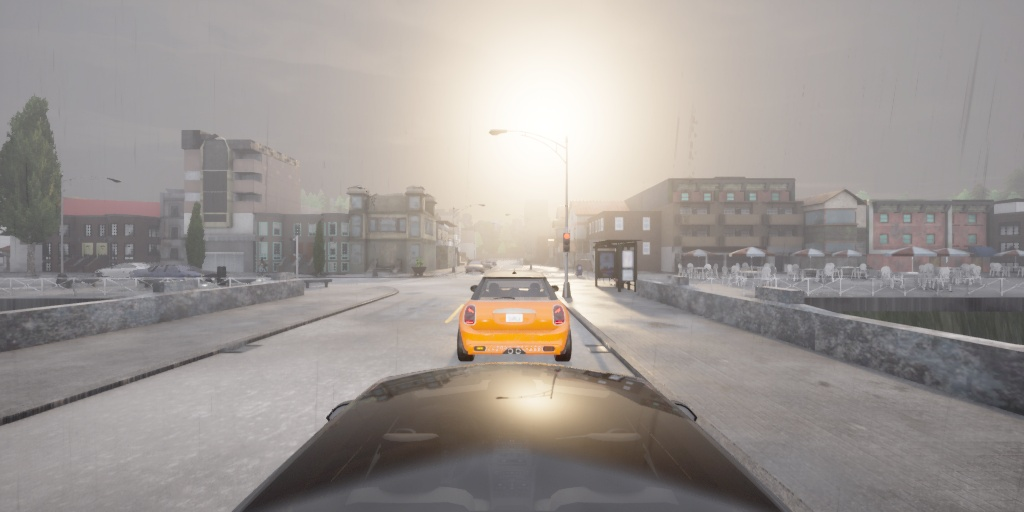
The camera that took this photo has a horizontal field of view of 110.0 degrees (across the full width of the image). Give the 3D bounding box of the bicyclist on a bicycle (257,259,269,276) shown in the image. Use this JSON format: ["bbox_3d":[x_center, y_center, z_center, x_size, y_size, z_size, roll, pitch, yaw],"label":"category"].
[{"bbox_3d":[-24.022,1.099,34.599,0.582,1.620,1.656,0,0,0],"label":"bicyclist on a bicycle"}]

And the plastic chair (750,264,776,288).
[{"bbox_3d":[14.997,1.279,21.459,0.750,1.272,0.730,0,0,0],"label":"plastic chair"}]

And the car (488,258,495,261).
[{"bbox_3d":[-4.098,1.350,55.455,1.895,1.301,4.718,0,0,0],"label":"car"}]

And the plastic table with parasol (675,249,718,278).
[{"bbox_3d":[15.917,0.675,30.539,2.482,2.480,2.482,0,0,0],"label":"plastic table with parasol"}]

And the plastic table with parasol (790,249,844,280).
[{"bbox_3d":[22.897,0.675,27.509,2.482,2.480,2.482,0,0,0],"label":"plastic table with parasol"}]

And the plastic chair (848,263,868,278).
[{"bbox_3d":[29.897,1.279,30.859,0.750,1.272,0.730,0,0,0],"label":"plastic chair"}]

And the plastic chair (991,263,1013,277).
[{"bbox_3d":[45.497,1.279,33.358,0.730,1.272,0.750,0,0,0],"label":"plastic chair"}]

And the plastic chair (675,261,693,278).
[{"bbox_3d":[14.697,1.279,30.659,0.730,1.272,0.750,0,0,0],"label":"plastic chair"}]

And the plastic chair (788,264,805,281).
[{"bbox_3d":[21.697,1.279,27.559,0.730,1.272,0.750,0,0,0],"label":"plastic chair"}]

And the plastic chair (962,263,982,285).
[{"bbox_3d":[30.497,1.279,23.859,0.750,1.272,0.730,0,0,0],"label":"plastic chair"}]

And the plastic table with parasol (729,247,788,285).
[{"bbox_3d":[15.167,0.675,22.719,2.482,2.480,2.482,0,0,0],"label":"plastic table with parasol"}]

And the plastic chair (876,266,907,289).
[{"bbox_3d":[22.597,1.279,21.359,0.730,1.272,0.750,0,0,0],"label":"plastic chair"}]

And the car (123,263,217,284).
[{"bbox_3d":[-24.471,1.297,26.200,5.357,1.411,2.033,0,0,0],"label":"car"}]

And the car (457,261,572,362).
[{"bbox_3d":[0.060,1.102,8.397,2.097,1.767,4.553,0,0,1],"label":"car"}]

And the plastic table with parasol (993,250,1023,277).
[{"bbox_3d":[46.697,0.675,33.238,2.482,2.480,2.482,0,0,0],"label":"plastic table with parasol"}]

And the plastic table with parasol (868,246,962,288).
[{"bbox_3d":[23.797,0.675,21.309,2.482,2.480,2.482,0,0,0],"label":"plastic table with parasol"}]

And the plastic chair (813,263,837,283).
[{"bbox_3d":[22.797,1.279,26.159,0.750,1.272,0.730,0,0,0],"label":"plastic chair"}]

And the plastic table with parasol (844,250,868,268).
[{"bbox_3d":[30.227,0.675,32.229,2.482,2.480,2.482,0,0,0],"label":"plastic table with parasol"}]

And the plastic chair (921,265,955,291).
[{"bbox_3d":[23.697,1.279,19.959,0.750,1.272,0.730,0,0,0],"label":"plastic chair"}]

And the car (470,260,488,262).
[{"bbox_3d":[-4.100,1.276,40.348,1.812,1.442,4.674,0,0,0],"label":"car"}]

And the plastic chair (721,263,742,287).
[{"bbox_3d":[13.897,1.279,22.859,0.730,1.272,0.750,0,0,0],"label":"plastic chair"}]

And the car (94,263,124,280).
[{"bbox_3d":[-32.454,1.276,30.419,4.674,1.442,1.812,0,0,0],"label":"car"}]

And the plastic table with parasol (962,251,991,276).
[{"bbox_3d":[30.507,0.675,25.139,2.482,2.480,2.482,0,0,0],"label":"plastic table with parasol"}]

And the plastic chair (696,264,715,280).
[{"bbox_3d":[15.797,1.279,29.259,0.750,1.272,0.730,0,0,0],"label":"plastic chair"}]
